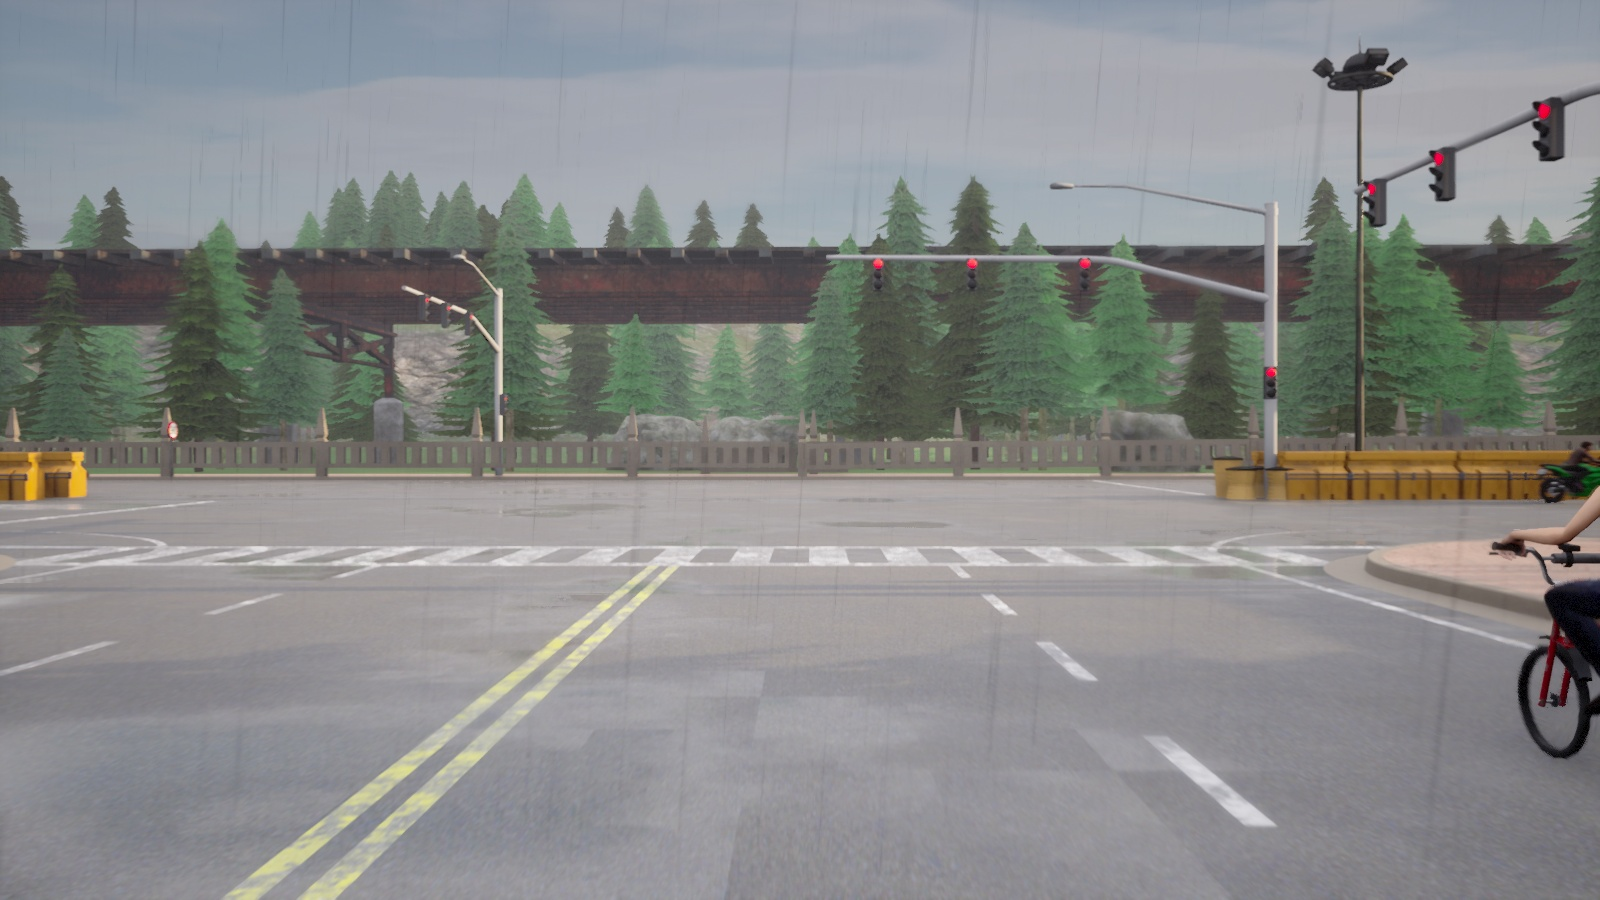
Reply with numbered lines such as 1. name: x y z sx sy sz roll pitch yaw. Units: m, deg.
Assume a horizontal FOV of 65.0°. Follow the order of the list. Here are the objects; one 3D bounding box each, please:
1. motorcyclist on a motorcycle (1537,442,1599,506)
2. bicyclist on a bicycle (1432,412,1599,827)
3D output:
1. motorcyclist on a motorcycle: 18.963 0.573 30.146 2.044 1.523 0.797 0 0 1
2. bicyclist on a bicycle: 3.542 0.655 5.432 0.866 1.612 1.509 0 0 1
